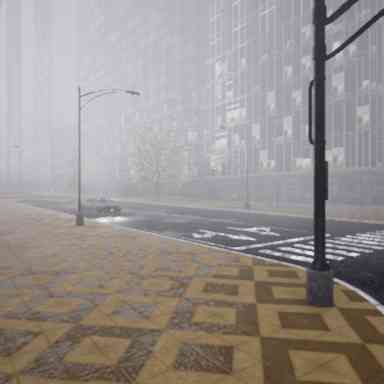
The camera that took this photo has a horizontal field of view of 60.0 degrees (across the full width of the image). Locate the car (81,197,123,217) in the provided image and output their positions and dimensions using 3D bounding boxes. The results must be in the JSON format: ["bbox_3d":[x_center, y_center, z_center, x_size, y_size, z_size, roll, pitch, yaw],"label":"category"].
[{"bbox_3d":[-7.096,1.116,25.982,1.994,1.385,4.181,0,1,-38],"label":"car"}]
